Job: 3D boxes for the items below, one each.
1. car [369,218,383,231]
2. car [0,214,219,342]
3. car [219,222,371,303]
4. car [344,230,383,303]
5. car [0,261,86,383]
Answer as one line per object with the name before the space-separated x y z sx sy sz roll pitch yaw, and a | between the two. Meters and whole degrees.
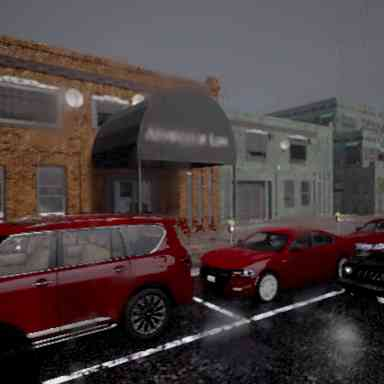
car | 6.745 1.565 11.373 4.206 1.307 1.802 0 0 -35
car | -2.284 1.314 4.936 5.009 1.841 2.192 0 0 -35
car | 2.231 1.535 8.154 4.507 1.381 1.887 0 0 -35
car | 5.173 1.589 7.065 4.718 1.301 1.895 0 0 -35
car | -3.175 1.481 1.111 5.008 1.535 1.882 0 0 -36
